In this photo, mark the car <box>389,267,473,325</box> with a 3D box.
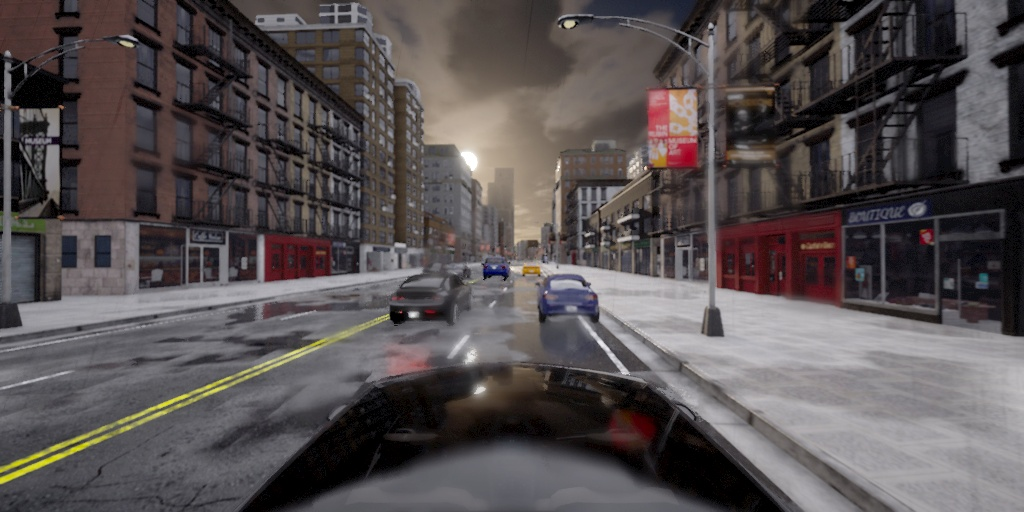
[{"bbox_3d":[-2.509,1.319,12.056,1.837,1.490,4.892,0,0,3],"label":"car"}]

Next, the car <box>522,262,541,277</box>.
[{"bbox_3d":[2.116,1.418,38.875,1.882,1.535,5.008,0,0,3],"label":"car"}]

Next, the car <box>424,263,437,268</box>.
[{"bbox_3d":[-7.892,1.459,37.331,1.837,1.490,4.892,0,0,3],"label":"car"}]

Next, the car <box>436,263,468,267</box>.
[{"bbox_3d":[-4.903,1.413,32.245,2.128,1.511,4.902,0,0,3],"label":"car"}]

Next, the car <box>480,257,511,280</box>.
[{"bbox_3d":[-1.385,1.141,33.465,2.150,2.045,5.566,0,0,3],"label":"car"}]

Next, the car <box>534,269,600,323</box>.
[{"bbox_3d":[1.798,1.330,12.332,1.812,1.442,4.674,0,0,3],"label":"car"}]
